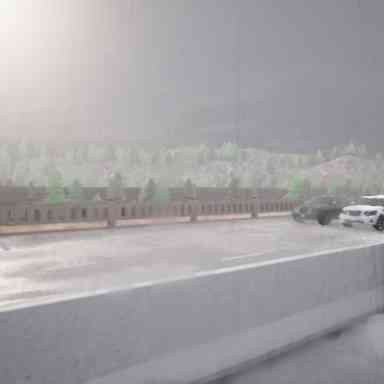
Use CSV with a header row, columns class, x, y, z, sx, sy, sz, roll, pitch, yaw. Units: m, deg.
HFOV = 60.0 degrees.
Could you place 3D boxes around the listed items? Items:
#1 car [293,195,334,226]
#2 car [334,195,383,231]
class,x,y,z,sx,sy,sz,roll,pitch,yaw
car,9.614,1.229,23.750,5.566,2.045,2.150,0,0,-36
car,11.635,1.228,20.893,5.566,2.045,2.150,0,0,-35
